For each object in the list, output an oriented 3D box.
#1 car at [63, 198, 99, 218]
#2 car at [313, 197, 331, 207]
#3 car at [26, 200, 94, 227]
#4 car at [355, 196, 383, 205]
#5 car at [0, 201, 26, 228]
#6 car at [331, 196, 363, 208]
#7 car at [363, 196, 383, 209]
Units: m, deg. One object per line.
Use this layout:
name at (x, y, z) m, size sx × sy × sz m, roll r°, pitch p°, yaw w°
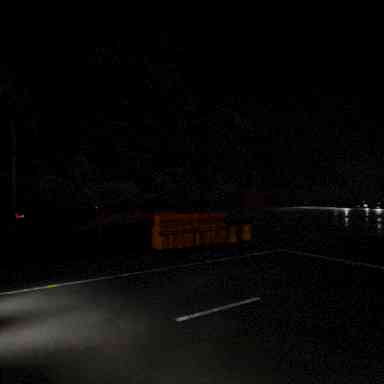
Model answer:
car at (-10.030, 1.342, 26.934) m, size 4.553 × 1.767 × 2.097 m, roll 0°, pitch 0°, yaw -36°
car at (19.572, 1.432, 48.069) m, size 4.718 × 1.301 × 1.895 m, roll 0°, pitch 0°, yaw -35°
car at (-9.578, 1.523, 22.957) m, size 4.674 × 1.442 × 1.812 m, roll 0°, pitch 0°, yaw -36°
car at (29.476, 1.325, 55.101) m, size 5.357 × 1.411 × 2.033 m, roll 0°, pitch 0°, yaw -35°
car at (-11.486, 1.351, 17.295) m, size 4.553 × 1.767 × 2.097 m, roll 0°, pitch 0°, yaw -35°
car at (21.518, 1.336, 45.158) m, size 4.892 × 1.490 × 1.837 m, roll 0°, pitch 0°, yaw -35°
car at (24.586, 1.330, 43.048) m, size 4.892 × 1.490 × 1.837 m, roll 0°, pitch 0°, yaw -35°
